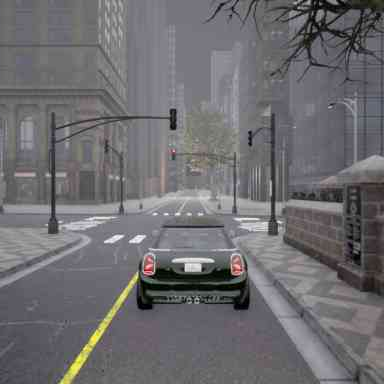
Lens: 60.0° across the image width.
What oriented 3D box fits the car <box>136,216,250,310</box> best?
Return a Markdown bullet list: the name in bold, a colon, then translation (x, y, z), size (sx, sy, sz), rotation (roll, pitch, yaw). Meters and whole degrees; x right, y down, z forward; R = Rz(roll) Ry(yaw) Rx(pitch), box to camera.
- **car**: translation (0.034, 1.352, 7.997), size (2.097, 1.767, 4.553), rotation (0, 0, 0)
